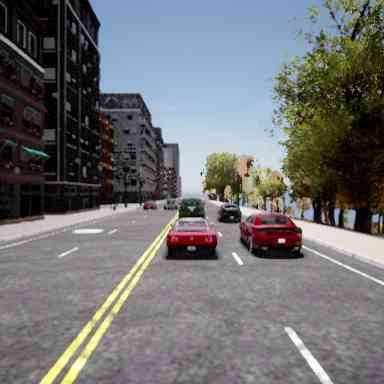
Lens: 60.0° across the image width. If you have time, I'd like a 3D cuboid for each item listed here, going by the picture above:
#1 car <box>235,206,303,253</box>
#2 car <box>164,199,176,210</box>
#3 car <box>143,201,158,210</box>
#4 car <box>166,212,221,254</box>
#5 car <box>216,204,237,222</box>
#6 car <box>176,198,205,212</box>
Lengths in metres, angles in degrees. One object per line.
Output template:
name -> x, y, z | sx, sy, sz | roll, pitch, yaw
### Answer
car -> 3.247, 1.621, 14.474 | 1.882, 1.535, 5.008 | 0, 0, 0
car -> -3.284, 1.882, 52.655 | 2.097, 1.767, 4.553 | 0, 0, 0
car -> -6.535, 2.096, 52.428 | 1.994, 1.385, 4.181 | 0, -1, 0
car -> -0.006, 1.740, 14.093 | 1.895, 1.301, 4.718 | 0, -1, 0
car -> 3.237, 1.798, 29.288 | 1.837, 1.490, 4.892 | 0, 0, 0
car -> -0.016, 1.504, 28.990 | 2.150, 2.045, 5.566 | 0, 0, 0
